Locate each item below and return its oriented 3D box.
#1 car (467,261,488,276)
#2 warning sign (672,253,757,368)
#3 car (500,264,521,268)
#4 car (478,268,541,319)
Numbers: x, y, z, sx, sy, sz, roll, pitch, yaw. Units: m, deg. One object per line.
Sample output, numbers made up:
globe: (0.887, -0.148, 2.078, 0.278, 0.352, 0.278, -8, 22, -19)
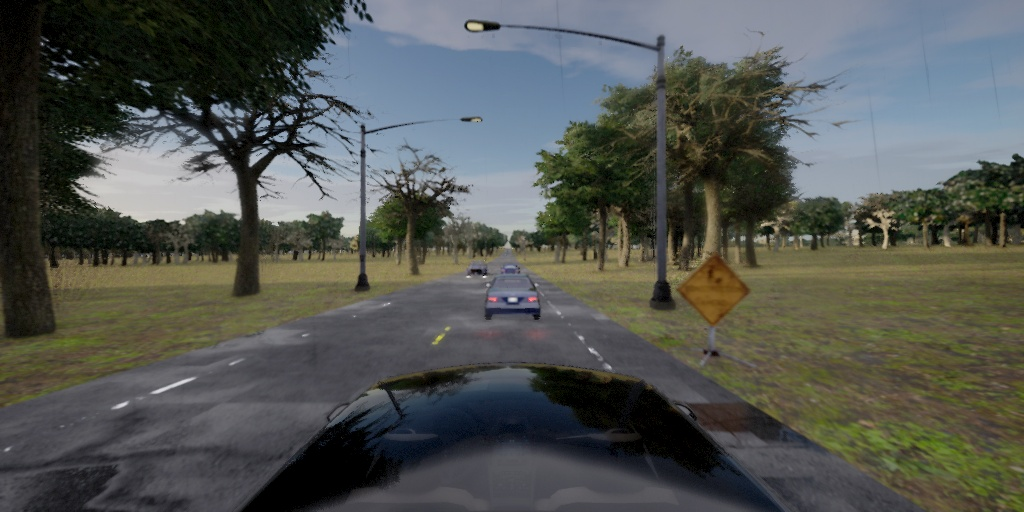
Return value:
car: (-3.873, 1.316, 40.621, 2.097, 1.767, 4.553, 0, 0, 0)
warning sign: (3.530, 0.880, 6.357, 1.300, 1.860, 1.060, 0, 0, 0)
car: (-0.135, 1.449, 33.808, 1.812, 1.442, 4.674, 0, 0, 0)
car: (0.013, 1.349, 13.078, 2.033, 1.411, 5.357, 0, 0, 0)
